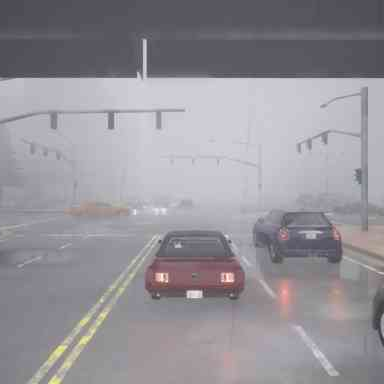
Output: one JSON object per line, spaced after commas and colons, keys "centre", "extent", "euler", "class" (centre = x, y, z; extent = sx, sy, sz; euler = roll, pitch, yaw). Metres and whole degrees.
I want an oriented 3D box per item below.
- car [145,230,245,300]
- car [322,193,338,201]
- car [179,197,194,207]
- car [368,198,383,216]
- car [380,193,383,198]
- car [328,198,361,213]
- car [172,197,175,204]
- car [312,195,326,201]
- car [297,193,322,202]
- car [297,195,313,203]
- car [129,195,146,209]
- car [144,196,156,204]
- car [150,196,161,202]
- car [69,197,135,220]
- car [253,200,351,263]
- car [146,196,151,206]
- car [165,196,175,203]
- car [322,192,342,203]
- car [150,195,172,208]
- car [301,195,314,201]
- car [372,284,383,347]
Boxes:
{"centre": [0.070, 1.601, 8.361], "extent": [1.895, 1.301, 4.718], "euler": [0, 0, 0], "class": "car"}
{"centre": [33.525, 1.153, 80.771], "extent": [1.932, 1.855, 4.605], "euler": [0, 0, 0], "class": "car"}
{"centre": [-0.800, 1.525, 50.250], "extent": [1.812, 1.442, 4.674], "euler": [0, 0, 0], "class": "car"}
{"centre": [19.266, 1.505, 30.398], "extent": [4.892, 1.490, 1.837], "euler": [0, 0, 1], "class": "car"}
{"centre": [39.115, 1.153, 65.724], "extent": [1.932, 1.855, 4.605], "euler": [0, 0, 0], "class": "car"}
{"centre": [16.682, 1.564, 33.932], "extent": [4.181, 1.385, 1.994], "euler": [0, 0, 1], "class": "car"}
{"centre": [-4.529, 1.352, 58.606], "extent": [2.097, 1.767, 4.553], "euler": [0, 0, 0], "class": "car"}
{"centre": [30.842, 1.364, 80.714], "extent": [1.784, 1.438, 3.905], "euler": [0, 0, 0], "class": "car"}
{"centre": [16.663, 1.153, 48.163], "extent": [1.932, 1.855, 4.605], "euler": [0, 0, 0], "class": "car"}
{"centre": [22.218, 1.395, 65.590], "extent": [1.970, 1.475, 3.806], "euler": [0, 0, 0], "class": "car"}
{"centre": [-8.030, 1.352, 44.802], "extent": [2.097, 1.767, 4.553], "euler": [0, 0, 2], "class": "car"}
{"centre": [-8.025, 1.526, 63.978], "extent": [1.812, 1.442, 4.674], "euler": [0, 0, 0], "class": "car"}
{"centre": [-8.044, 1.552, 73.990], "extent": [1.994, 1.385, 4.181], "euler": [0, 0, 0], "class": "car"}
{"centre": [-7.794, 1.477, 28.352], "extent": [5.008, 1.535, 1.882], "euler": [0, 1, -24], "class": "car"}
{"centre": [3.585, 1.352, 12.126], "extent": [2.097, 1.767, 4.553], "euler": [0, 0, 0], "class": "car"}
{"centre": [-8.012, 1.478, 53.972], "extent": [1.882, 1.535, 5.008], "euler": [0, 0, 0], "class": "car"}
{"centre": [-4.517, 1.601, 68.761], "extent": [1.895, 1.301, 4.718], "euler": [0, 0, 0], "class": "car"}
{"centre": [19.557, 1.156, 48.116], "extent": [1.905, 1.878, 3.866], "euler": [0, 0, 0], "class": "car"}
{"centre": [-4.491, 1.491, 49.564], "extent": [2.128, 1.511, 4.902], "euler": [0, 0, 0], "class": "car"}
{"centre": [27.947, 1.395, 80.707], "extent": [1.970, 1.475, 3.806], "euler": [0, 0, 0], "class": "car"}
{"centre": [3.601, 1.505, 3.037], "extent": [1.837, 1.490, 4.892], "euler": [0, 0, 0], "class": "car"}
